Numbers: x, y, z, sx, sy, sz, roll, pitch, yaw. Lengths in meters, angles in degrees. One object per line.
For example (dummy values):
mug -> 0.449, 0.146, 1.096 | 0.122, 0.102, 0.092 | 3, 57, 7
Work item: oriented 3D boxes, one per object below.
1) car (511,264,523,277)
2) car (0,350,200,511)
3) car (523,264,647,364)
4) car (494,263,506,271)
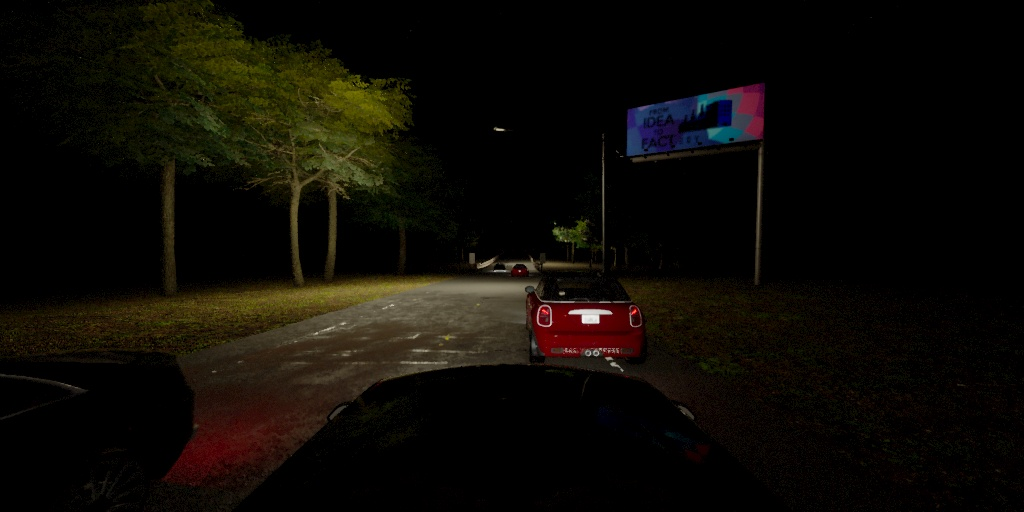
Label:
car -> 0.923, 1.670, 41.305 | 1.994, 1.385, 4.181 | 0, -1, 2
car -> -3.583, 1.240, 0.923 | 2.128, 1.511, 4.902 | 0, 0, 1
car -> 1.394, 1.113, 8.282 | 2.097, 1.767, 4.553 | 0, 0, 1
car -> -2.186, 1.926, 64.182 | 1.994, 1.385, 4.181 | 0, 0, 1
